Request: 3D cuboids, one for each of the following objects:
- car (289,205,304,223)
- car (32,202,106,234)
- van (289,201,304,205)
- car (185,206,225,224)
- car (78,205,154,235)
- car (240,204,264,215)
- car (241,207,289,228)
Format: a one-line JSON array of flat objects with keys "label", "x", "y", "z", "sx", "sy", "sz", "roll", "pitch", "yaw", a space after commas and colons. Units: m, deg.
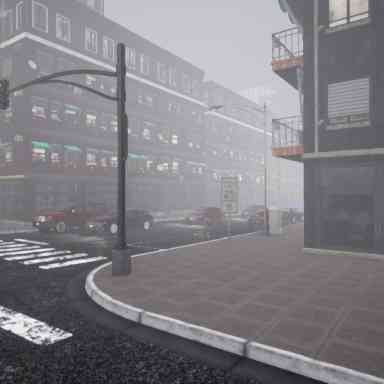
[{"label": "car", "x": 9.057, "y": 2.120, "z": 30.803, "sx": 2.008, "sy": 1.369, "sz": 4.403, "roll": -2, "pitch": -2, "yaw": 35}, {"label": "car", "x": -7.619, "y": 1.603, "z": 21.620, "sx": 2.192, "sy": 1.841, "sz": 5.009, "roll": -1, "pitch": -2, "yaw": 35}, {"label": "van", "x": 18.554, "y": 2.463, "z": 58.802, "sx": 1.690, "sy": 1.788, "sz": 3.998, "roll": -2, "pitch": -2, "yaw": 35}, {"label": "car", "x": 1.322, "y": 2.019, "z": 29.782, "sx": 1.812, "sy": 1.442, "sz": 4.674, "roll": 0, "pitch": -1, "yaw": 35}, {"label": "car", "x": -4.533, "y": 1.814, "z": 21.479, "sx": 1.837, "sy": 1.490, "sz": 4.892, "roll": 0, "pitch": -1, "yaw": 35}, {"label": "car", "x": 7.297, "y": 2.188, "z": 38.259, "sx": 1.837, "sy": 1.490, "sz": 4.892, "roll": 0, "pitch": -1, "yaw": 36}, {"label": "car", "x": 5.786, "y": 2.047, "z": 26.153, "sx": 1.802, "sy": 1.307, "sz": 4.206, "roll": -2, "pitch": -2, "yaw": 35}]
